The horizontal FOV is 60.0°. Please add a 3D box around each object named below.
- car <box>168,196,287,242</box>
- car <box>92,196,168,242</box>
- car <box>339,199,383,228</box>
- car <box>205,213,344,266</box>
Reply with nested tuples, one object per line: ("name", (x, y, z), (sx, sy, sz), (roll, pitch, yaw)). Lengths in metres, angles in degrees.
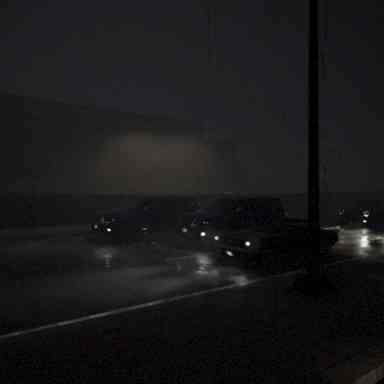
("car", (1.974, 1.218, 15.130), (5.566, 2.045, 2.150), (0, 0, -35))
("car", (-2.053, 1.218, 16.589), (5.566, 2.045, 2.150), (0, 0, -35))
("car", (11.781, 1.338, 22.126), (4.553, 1.767, 2.097), (0, 0, -35))
("car", (2.982, 1.595, 11.567), (4.718, 1.301, 1.895), (0, 0, -35))
